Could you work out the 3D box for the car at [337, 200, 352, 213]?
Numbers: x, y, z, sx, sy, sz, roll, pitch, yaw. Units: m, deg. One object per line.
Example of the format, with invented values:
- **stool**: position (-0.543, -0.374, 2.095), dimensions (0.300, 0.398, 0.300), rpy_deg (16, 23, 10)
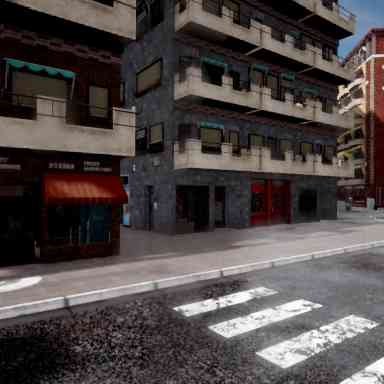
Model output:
- **car**: position (18.051, 1.688, 41.139), dimensions (1.882, 1.535, 5.008), rpy_deg (0, 0, 5)
